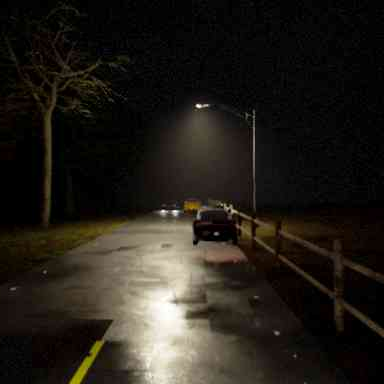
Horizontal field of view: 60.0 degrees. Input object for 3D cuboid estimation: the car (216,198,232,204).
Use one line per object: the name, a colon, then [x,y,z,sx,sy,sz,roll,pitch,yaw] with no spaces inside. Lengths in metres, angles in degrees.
car: [8.574,2.398,88.826,1.812,1.442,4.674,-1,-2,40]

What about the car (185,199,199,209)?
car: [-0.004,1.750,51.225,2.033,1.411,5.357,0,-1,0]

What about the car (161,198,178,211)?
car: [-2.839,1.599,43.196,1.837,1.490,4.892,0,-1,0]

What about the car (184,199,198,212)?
car: [0.049,1.535,38.695,1.882,1.535,5.008,0,0,1]

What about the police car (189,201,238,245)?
police car: [0.961,1.425,15.647,1.930,1.638,5.238,0,0,0]
